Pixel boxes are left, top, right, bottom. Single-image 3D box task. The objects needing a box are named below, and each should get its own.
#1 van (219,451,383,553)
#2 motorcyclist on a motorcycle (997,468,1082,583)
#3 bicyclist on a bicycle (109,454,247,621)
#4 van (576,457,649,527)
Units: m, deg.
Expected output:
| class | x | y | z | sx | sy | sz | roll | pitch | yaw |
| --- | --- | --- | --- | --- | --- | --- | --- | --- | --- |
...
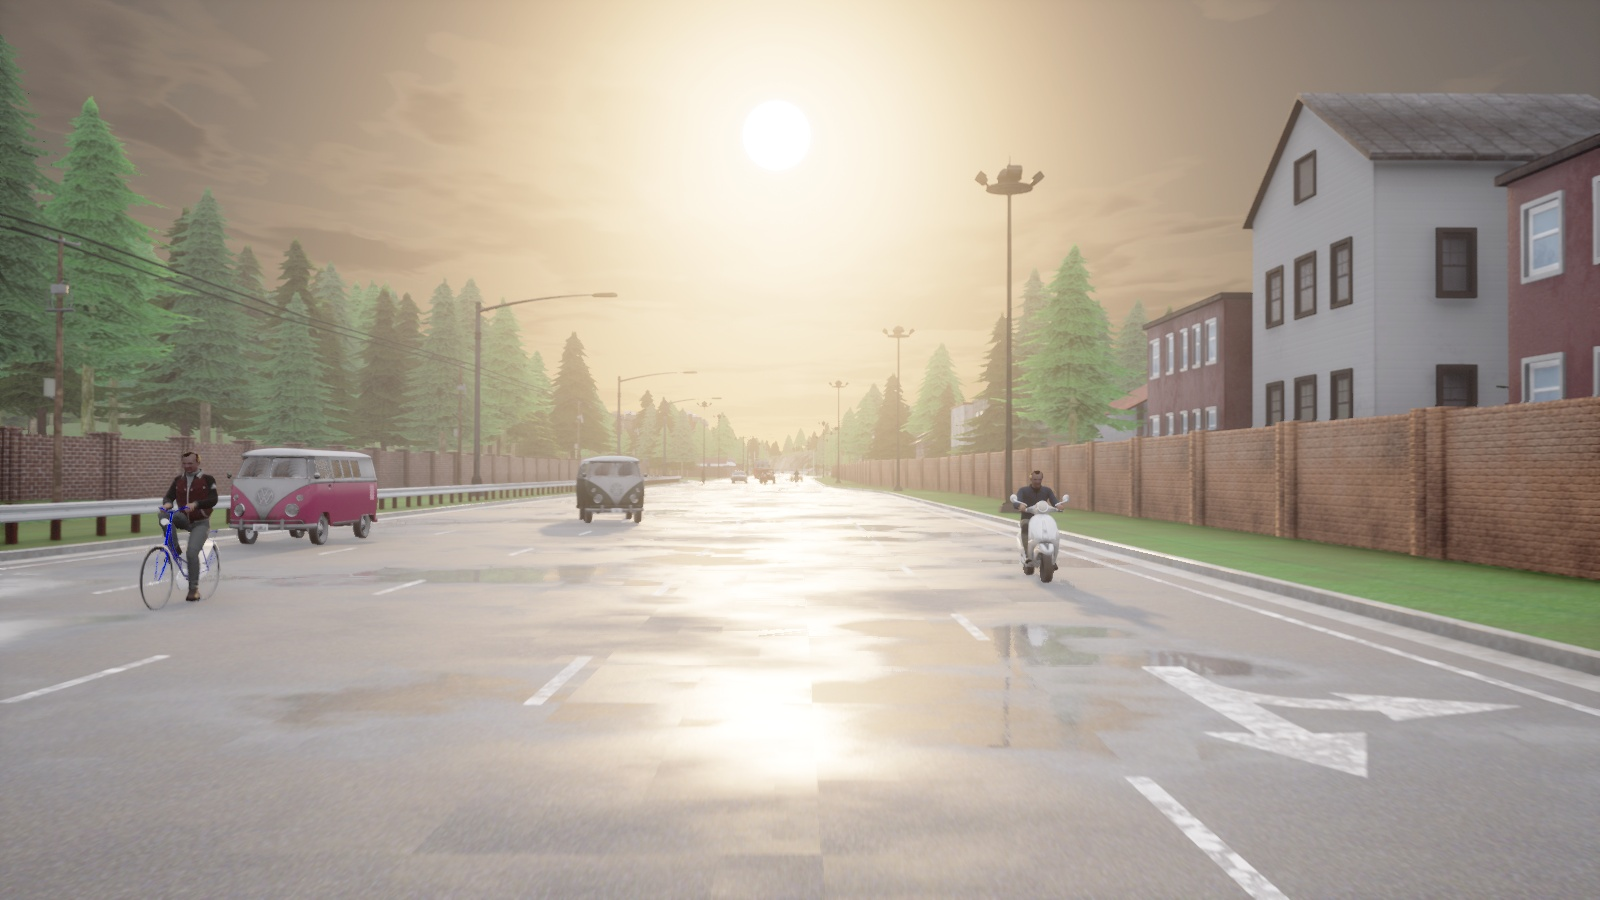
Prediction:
| class | x | y | z | sx | sy | sz | roll | pitch | yaw |
| --- | --- | --- | --- | --- | --- | --- | --- | --- | --- |
| van | -10.569 | 1.060 | 26.965 | 1.775 | 1.987 | 4.442 | 0 | -1 | 0 |
| motorcyclist on a motorcycle | 3.454 | 1.059 | 18.257 | 0.866 | 1.590 | 1.817 | 0 | -1 | 0 |
| bicyclist on a bicycle | -7.036 | 0.952 | 14.315 | 0.659 | 1.776 | 1.843 | 0 | -1 | 0 |
| van | -5.740 | 1.226 | 38.074 | 1.775 | 1.987 | 4.442 | 0 | -1 | -14 |
